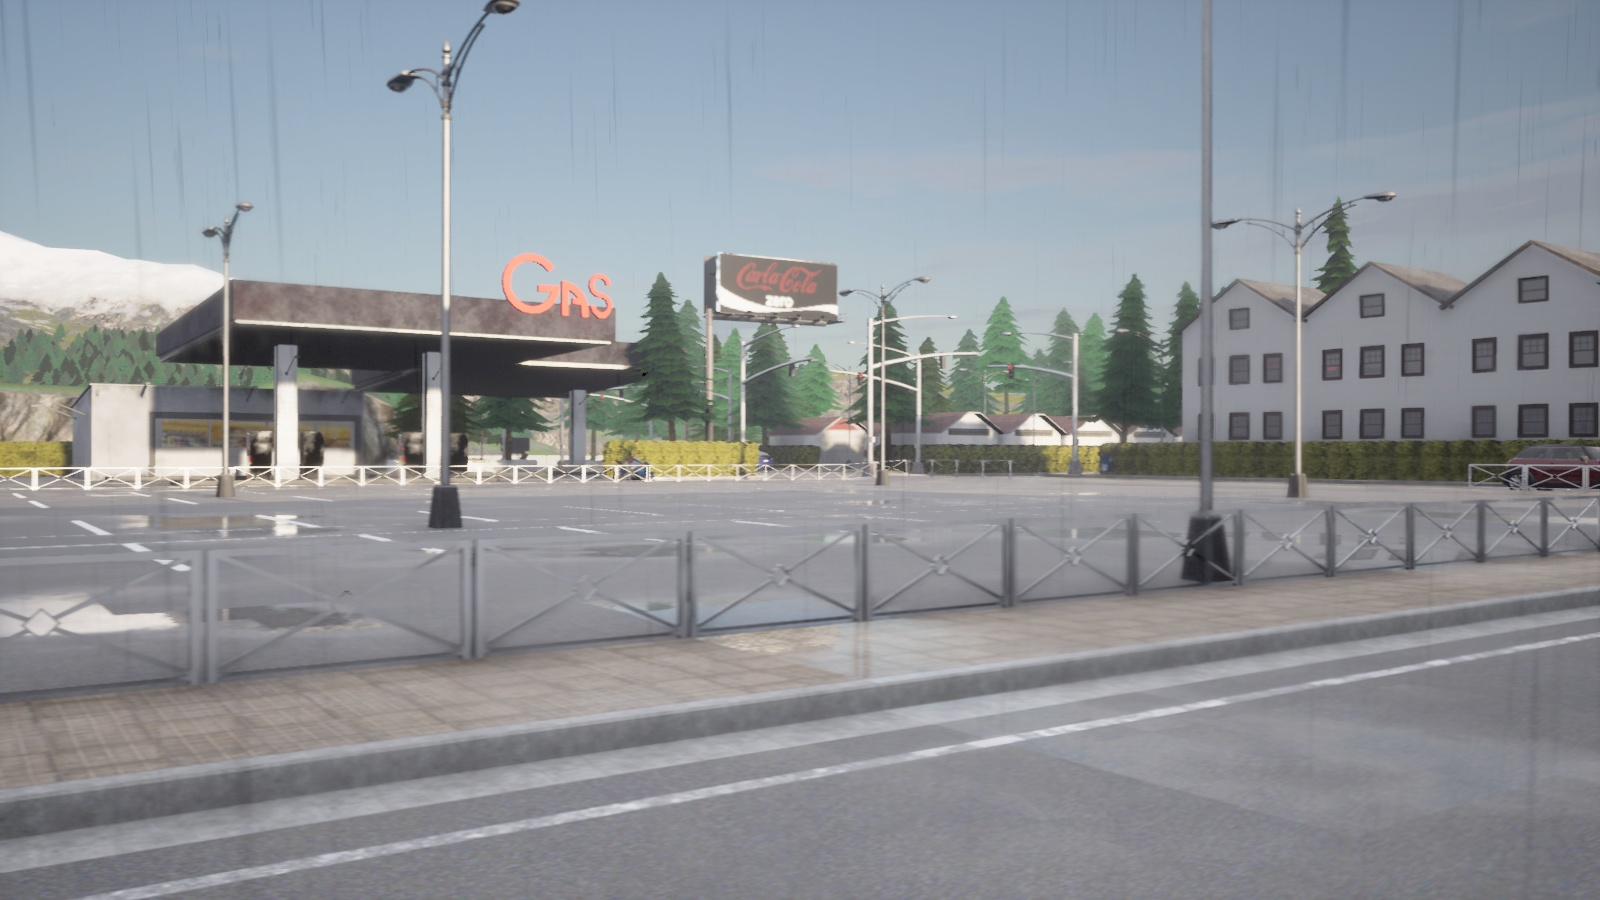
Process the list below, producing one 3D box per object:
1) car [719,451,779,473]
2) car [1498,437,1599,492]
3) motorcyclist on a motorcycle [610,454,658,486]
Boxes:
[{"bbox_3d":[-3.731,0.814,90.861,2.163,1.488,4.792,-1,1,-34],"label":"car"},{"bbox_3d":[26.051,0.474,41.716,2.097,1.767,4.553,0,0,-35],"label":"car"},{"bbox_3d":[-8.224,0.965,62.120,2.191,1.530,0.866,0,0,-35],"label":"motorcyclist on a motorcycle"}]
